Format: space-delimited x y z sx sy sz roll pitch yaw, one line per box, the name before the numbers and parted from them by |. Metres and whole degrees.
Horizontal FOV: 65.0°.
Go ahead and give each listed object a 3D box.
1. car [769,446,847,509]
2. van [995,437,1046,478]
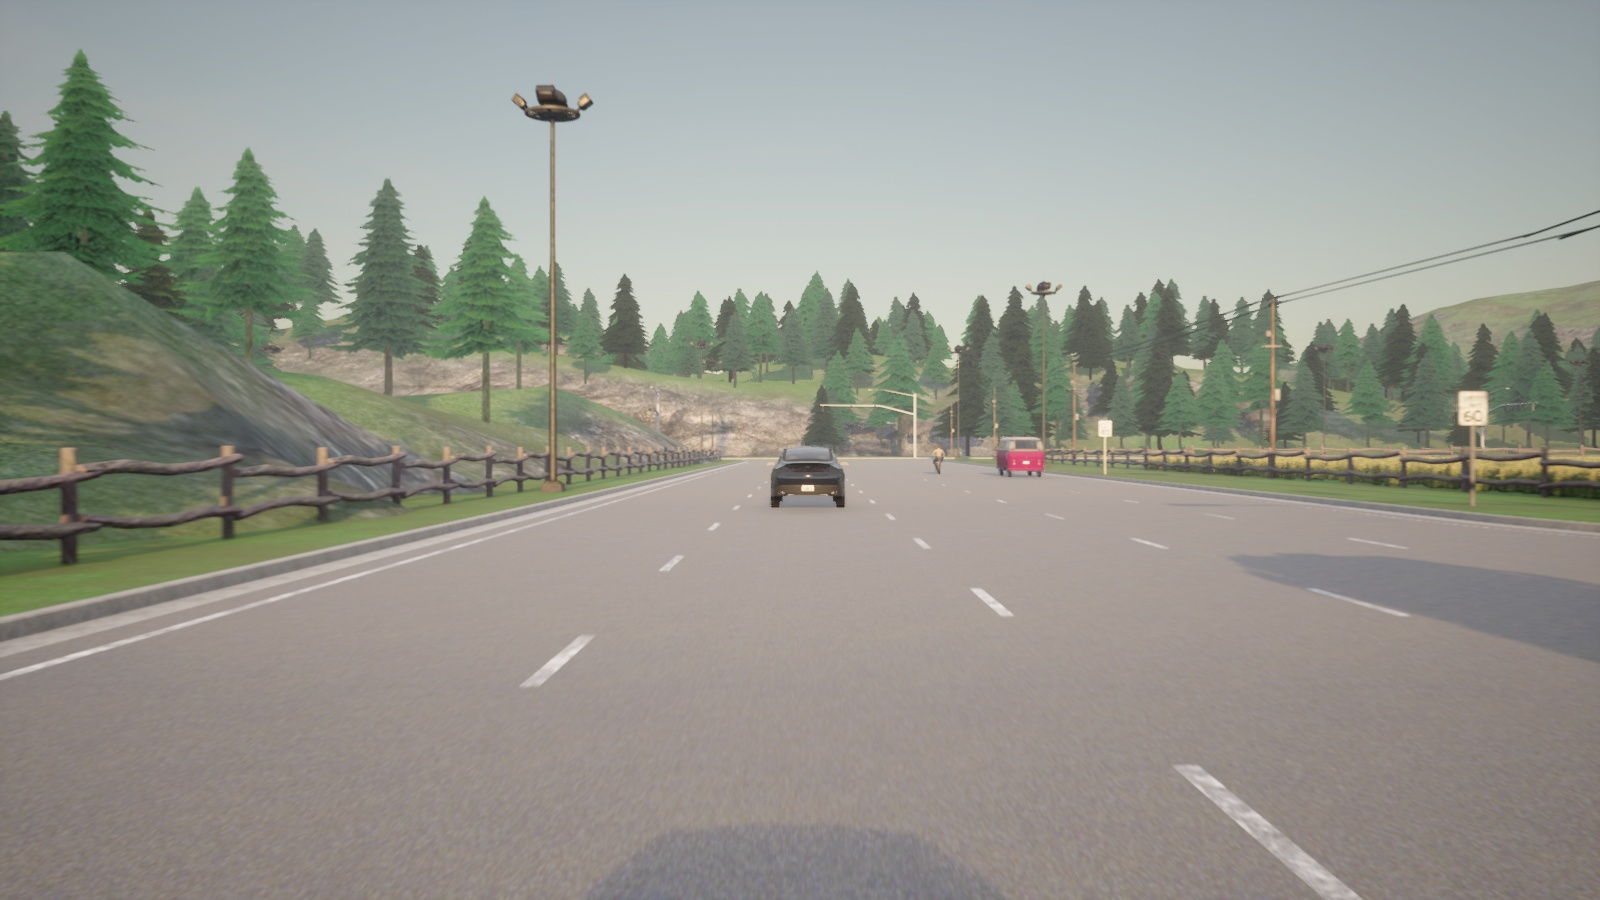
car | 0.200 0.664 32.220 1.837 1.490 4.892 0 0 0
van | 10.874 0.343 62.134 1.775 1.987 4.442 0 0 0
